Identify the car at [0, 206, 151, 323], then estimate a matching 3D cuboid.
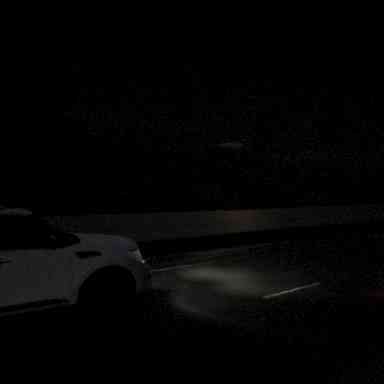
[{"bbox_3d":[-3.452,1.221,5.583,5.566,2.045,2.150,0,0,-35],"label":"car"}]
